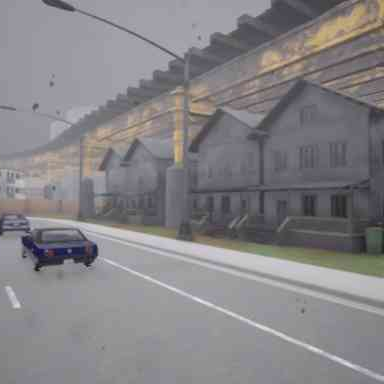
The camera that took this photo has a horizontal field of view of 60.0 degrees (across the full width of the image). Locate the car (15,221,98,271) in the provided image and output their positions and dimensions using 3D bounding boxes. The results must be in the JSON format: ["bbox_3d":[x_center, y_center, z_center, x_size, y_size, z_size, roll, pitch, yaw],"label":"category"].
[{"bbox_3d":[-5.082,1.945,12.273,1.895,1.301,4.718,1,-2,-34],"label":"car"}]

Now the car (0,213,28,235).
[{"bbox_3d":[-12.645,2.180,23.369,2.033,1.411,5.357,1,-2,-34],"label":"car"}]
